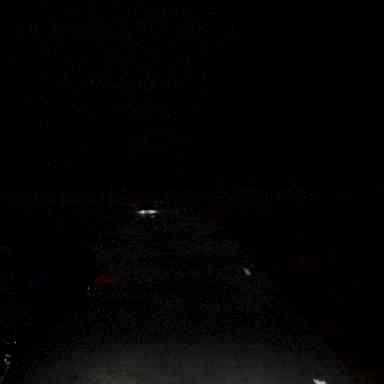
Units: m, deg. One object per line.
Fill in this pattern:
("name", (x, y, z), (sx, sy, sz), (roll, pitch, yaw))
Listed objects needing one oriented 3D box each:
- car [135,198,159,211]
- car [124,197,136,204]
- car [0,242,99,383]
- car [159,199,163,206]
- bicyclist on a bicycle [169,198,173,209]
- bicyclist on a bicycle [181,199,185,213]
("car", (-6.333, 1.827, 46.368), (2.033, 1.411, 5.357), (0, 0, -14))
("car", (-13.447, 1.822, 73.563), (1.812, 1.442, 4.674), (0, 0, -29))
("car", (-3.039, 1.585, 5.376), (2.033, 1.411, 5.357), (0, 0, 0))
("car", (-6.360, 1.763, 57.222), (2.033, 1.411, 5.357), (-1, 0, -19))
("bicyclist on a bicycle", (-3.045, 1.644, 48.787), (0.582, 1.620, 1.656), (-10, 5, -15))
("bicyclist on a bicycle", (-1.111, 1.696, 40.668), (0.582, 1.620, 1.656), (0, -1, -10))
